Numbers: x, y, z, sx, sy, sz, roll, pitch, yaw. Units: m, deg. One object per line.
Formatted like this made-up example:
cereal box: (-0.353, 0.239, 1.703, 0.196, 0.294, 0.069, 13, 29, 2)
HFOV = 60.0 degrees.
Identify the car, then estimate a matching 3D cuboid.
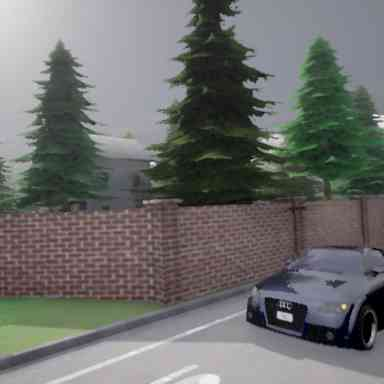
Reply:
car: (2.955, 1.785, 6.616, 4.181, 1.385, 1.994, 0, -4, -41)
